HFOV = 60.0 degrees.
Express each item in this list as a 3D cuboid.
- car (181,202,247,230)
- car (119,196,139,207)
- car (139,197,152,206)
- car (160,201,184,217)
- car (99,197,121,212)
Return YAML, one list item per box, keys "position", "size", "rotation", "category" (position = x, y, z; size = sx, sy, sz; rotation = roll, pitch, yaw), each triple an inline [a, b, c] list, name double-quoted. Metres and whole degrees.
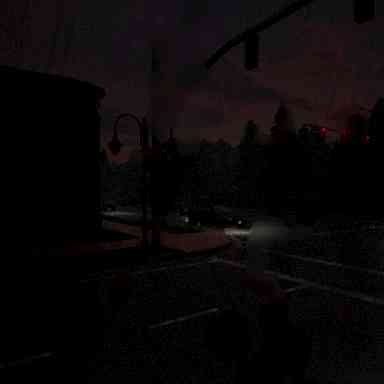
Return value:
- position: [1.505, 1.526, 21.629]
  size: [1.812, 1.442, 4.674]
  rotation: [0, 0, -35]
  category: "car"
- position: [-10.506, 1.352, 51.337]
  size: [2.097, 1.767, 4.553]
  rotation: [0, 0, -35]
  category: "car"
- position: [-7.940, 1.505, 53.780]
  size: [1.837, 1.490, 4.892]
  rotation: [0, 0, -35]
  category: "car"
- position: [-1.419, 1.547, 31.924]
  size: [2.033, 1.411, 5.357]
  rotation: [0, 0, -35]
  category: "car"
- position: [-10.434, 1.601, 38.828]
  size: [1.895, 1.301, 4.718]
  rotation: [0, 0, -35]
  category: "car"
